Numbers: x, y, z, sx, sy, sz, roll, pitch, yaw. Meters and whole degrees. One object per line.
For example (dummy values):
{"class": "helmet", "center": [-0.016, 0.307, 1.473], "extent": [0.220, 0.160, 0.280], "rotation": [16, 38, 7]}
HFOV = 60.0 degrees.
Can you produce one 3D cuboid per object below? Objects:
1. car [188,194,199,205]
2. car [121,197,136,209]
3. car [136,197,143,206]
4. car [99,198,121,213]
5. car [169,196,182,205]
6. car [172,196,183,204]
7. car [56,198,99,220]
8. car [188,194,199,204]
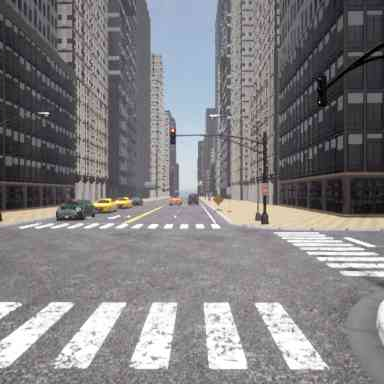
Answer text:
{"class": "car", "center": [0.272, 1.599, 60.127], "extent": [1.837, 1.490, 4.892], "rotation": [0, 0, 0]}
{"class": "car", "center": [-9.712, 1.533, 47.077], "extent": [1.882, 1.535, 5.008], "rotation": [0, 0, 0]}
{"class": "car", "center": [-9.641, 1.633, 57.725], "extent": [2.033, 1.411, 5.357], "rotation": [0, 0, 1]}
{"class": "car", "center": [-9.745, 1.512, 37.395], "extent": [1.882, 1.535, 5.008], "rotation": [0, 0, 0]}
{"class": "car", "center": [-2.978, 1.445, 59.915], "extent": [2.097, 1.767, 4.553], "rotation": [0, 0, 0]}
{"class": "car", "center": [-2.978, 1.625, 70.104], "extent": [2.128, 1.511, 4.902], "rotation": [0, 0, 0]}
{"class": "car", "center": [-9.769, 1.371, 28.208], "extent": [2.097, 1.767, 4.553], "rotation": [0, 0, 0]}
{"class": "car", "center": [0.274, 1.353, 70.335], "extent": [2.150, 2.045, 5.566], "rotation": [0, 0, 0]}
